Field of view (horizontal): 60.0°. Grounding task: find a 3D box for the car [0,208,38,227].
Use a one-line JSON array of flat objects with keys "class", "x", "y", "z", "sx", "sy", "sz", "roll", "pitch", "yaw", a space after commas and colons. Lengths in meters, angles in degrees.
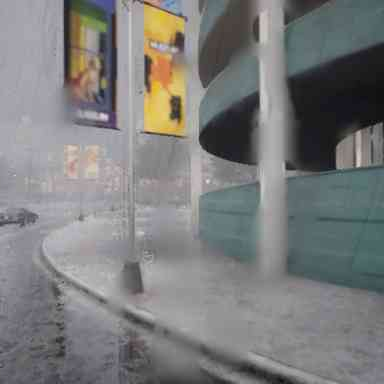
[{"class": "car", "x": -13.759, "y": 1.943, "z": 26.297, "sx": 2.033, "sy": 1.411, "sz": 5.357, "roll": 0, "pitch": -1, "yaw": -11}]
